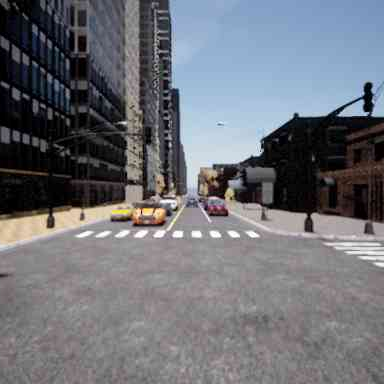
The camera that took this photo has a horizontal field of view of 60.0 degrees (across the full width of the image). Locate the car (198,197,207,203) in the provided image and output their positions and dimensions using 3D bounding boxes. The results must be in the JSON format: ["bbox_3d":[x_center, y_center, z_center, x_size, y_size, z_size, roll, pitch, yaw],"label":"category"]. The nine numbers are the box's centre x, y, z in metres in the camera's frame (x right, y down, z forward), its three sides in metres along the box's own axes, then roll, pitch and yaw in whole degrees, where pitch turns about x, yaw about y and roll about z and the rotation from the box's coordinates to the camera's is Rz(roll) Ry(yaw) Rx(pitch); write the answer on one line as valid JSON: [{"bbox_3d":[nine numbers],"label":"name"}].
[{"bbox_3d":[2.679,2.059,85.418,1.947,1.339,4.313,-1,0,0],"label":"car"}]

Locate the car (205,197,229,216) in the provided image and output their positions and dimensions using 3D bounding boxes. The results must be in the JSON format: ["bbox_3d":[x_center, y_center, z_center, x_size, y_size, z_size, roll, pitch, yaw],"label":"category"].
[{"bbox_3d":[2.677,1.639,34.622,1.967,1.590,4.097,-1,0,0],"label":"car"}]

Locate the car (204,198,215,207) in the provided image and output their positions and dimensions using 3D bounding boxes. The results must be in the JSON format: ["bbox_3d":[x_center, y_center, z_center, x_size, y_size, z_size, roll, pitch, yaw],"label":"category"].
[{"bbox_3d":[3.146,1.851,60.529,1.837,1.490,4.892,0,0,0],"label":"car"}]

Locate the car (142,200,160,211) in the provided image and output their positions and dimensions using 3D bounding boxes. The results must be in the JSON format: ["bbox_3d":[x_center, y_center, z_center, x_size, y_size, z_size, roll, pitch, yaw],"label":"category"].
[{"bbox_3d":[-5.668,1.829,45.965,1.947,1.339,4.313,-1,0,0],"label":"car"}]

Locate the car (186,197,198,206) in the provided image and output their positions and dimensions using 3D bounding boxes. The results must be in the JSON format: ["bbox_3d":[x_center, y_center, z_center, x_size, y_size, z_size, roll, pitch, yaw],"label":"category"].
[{"bbox_3d":[0.000,1.868,65.965,2.128,1.511,4.902,0,0,0],"label":"car"}]

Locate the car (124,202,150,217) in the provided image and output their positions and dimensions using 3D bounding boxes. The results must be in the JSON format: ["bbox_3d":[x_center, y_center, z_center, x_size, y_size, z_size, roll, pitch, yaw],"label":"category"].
[{"bbox_3d":[-5.668,1.765,34.676,1.947,1.339,4.313,-1,0,0],"label":"car"}]

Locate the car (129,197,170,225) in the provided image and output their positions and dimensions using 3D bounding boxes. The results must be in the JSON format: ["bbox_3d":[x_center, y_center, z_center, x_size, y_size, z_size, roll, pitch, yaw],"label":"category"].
[{"bbox_3d":[-3.098,1.495,25.068,2.097,1.767,4.553,0,0,0],"label":"car"}]

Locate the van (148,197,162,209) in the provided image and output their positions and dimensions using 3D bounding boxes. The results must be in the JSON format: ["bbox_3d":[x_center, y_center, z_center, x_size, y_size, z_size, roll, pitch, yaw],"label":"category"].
[{"bbox_3d":[-5.672,1.637,51.610,1.690,1.788,3.998,-1,0,0],"label":"van"}]

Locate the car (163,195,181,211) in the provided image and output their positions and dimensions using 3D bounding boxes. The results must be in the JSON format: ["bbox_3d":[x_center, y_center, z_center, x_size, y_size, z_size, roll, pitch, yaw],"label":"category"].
[{"bbox_3d":[-3.087,1.478,45.330,2.150,2.045,5.566,0,0,0],"label":"car"}]

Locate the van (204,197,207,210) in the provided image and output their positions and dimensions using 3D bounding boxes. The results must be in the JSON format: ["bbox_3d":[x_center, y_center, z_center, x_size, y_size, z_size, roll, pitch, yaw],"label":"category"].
[{"bbox_3d":[2.675,1.572,40.267,1.690,1.788,3.998,-1,0,0],"label":"van"}]

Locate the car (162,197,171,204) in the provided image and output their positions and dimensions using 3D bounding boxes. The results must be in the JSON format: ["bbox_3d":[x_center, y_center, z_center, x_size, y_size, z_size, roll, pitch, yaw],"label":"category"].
[{"bbox_3d":[-5.669,1.952,74.015,1.752,1.417,4.829,-1,0,0],"label":"car"}]

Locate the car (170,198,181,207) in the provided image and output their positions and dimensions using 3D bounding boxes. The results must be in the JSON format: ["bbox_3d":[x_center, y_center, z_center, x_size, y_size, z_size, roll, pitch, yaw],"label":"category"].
[{"bbox_3d":[-3.000,1.865,60.953,1.882,1.535,5.008,0,0,0],"label":"car"}]

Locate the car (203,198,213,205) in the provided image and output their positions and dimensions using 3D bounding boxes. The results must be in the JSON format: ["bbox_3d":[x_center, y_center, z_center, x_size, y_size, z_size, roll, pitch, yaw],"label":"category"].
[{"bbox_3d":[3.145,1.892,67.530,1.837,1.490,4.892,0,0,0],"label":"car"}]

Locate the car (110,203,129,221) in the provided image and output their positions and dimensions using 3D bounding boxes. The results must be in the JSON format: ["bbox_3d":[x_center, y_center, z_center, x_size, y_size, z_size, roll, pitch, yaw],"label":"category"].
[{"bbox_3d":[-5.839,1.691,28.863,1.752,1.417,4.829,-1,0,0],"label":"car"}]

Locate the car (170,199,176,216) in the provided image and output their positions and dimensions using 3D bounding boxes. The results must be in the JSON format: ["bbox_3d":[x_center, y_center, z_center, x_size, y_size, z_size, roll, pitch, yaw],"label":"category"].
[{"bbox_3d":[-3.089,1.764,34.911,1.994,1.385,4.181,0,0,0],"label":"car"}]

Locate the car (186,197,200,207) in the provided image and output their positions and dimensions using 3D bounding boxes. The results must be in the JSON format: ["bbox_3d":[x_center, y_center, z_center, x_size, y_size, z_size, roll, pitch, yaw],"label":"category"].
[{"bbox_3d":[-0.001,1.680,57.152,2.097,1.767,4.553,0,0,0],"label":"car"}]

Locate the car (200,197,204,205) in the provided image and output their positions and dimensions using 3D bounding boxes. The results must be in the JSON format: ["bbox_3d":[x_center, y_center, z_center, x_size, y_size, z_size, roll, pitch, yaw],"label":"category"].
[{"bbox_3d":[2.675,1.578,45.911,2.192,1.841,5.009,-1,0,0],"label":"car"}]

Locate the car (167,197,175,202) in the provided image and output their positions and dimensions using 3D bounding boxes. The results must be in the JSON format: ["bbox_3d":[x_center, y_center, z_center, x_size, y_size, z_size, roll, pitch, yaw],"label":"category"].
[{"bbox_3d":[-5.669,2.092,91.116,1.947,1.339,4.313,-1,0,0],"label":"car"}]
